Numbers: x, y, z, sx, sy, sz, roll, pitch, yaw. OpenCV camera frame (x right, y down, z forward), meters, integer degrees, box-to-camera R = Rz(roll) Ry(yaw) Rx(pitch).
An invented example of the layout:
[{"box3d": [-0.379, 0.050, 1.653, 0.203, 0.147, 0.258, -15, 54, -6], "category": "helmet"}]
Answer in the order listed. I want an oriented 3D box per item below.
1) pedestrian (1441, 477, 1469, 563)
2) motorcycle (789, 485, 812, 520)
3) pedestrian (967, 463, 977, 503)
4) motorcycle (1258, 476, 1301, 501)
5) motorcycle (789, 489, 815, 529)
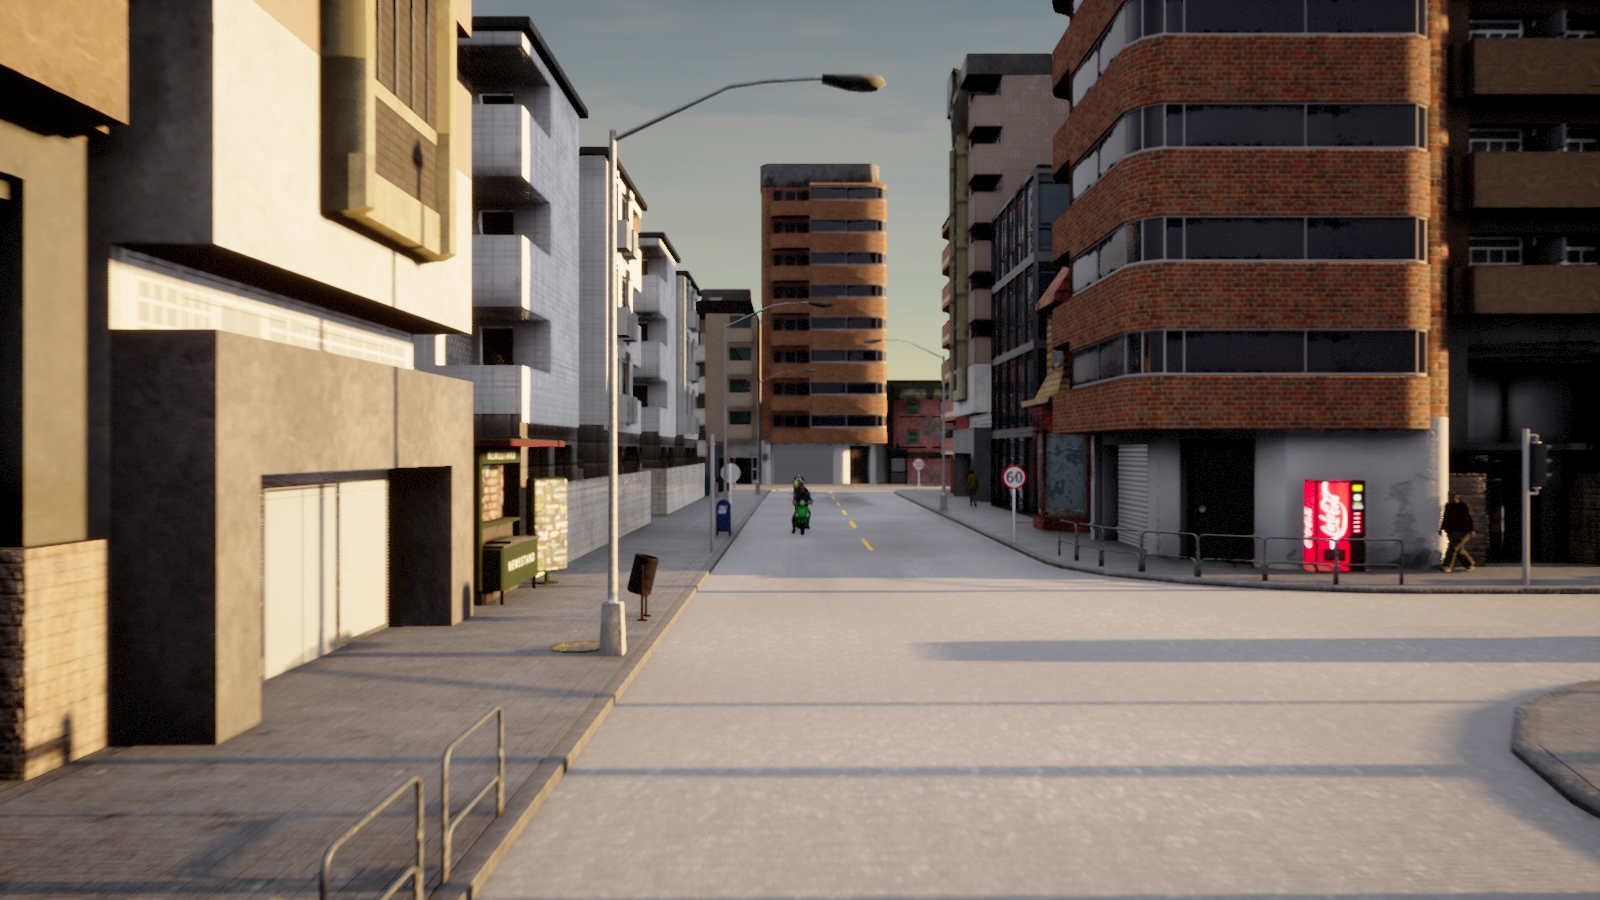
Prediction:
[{"box3d": [14.297, 1.516, 24.935, 0.375, 1.860, 0.375, 0, 0, -16], "category": "pedestrian"}, {"box3d": [0.031, 1.962, 43.229, 0.856, 1.236, 1.805, 0, 0, 0], "category": "motorcycle"}, {"box3d": [8.076, 1.523, 53.545, 0.375, 1.860, 0.375, 0, 0, -8], "category": "pedestrian"}, {"box3d": [24.402, 1.962, 58.170, 1.805, 1.236, 0.856, 0, 0, 2], "category": "motorcycle"}, {"box3d": [0.069, 1.962, 38.112, 0.856, 1.236, 1.805, 0, 0, 0], "category": "motorcycle"}]
